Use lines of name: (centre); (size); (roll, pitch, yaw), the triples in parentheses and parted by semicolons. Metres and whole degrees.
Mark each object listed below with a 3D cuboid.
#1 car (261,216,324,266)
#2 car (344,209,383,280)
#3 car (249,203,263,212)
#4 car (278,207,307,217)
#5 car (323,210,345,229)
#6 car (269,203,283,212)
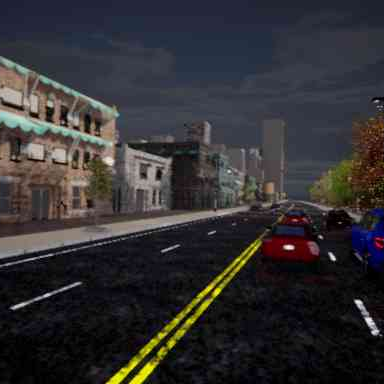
car: (3.870, 1.859, 13.018); (1.994, 1.385, 4.181); (1, -1, 18)
car: (6.551, 1.567, 10.762); (2.150, 2.045, 5.566); (1, -1, 18)
car: (11.141, 2.676, 57.291); (1.994, 1.385, 4.181); (1, -1, 18)
car: (8.464, 2.191, 27.334); (1.994, 1.385, 4.181); (1, -1, 18)
car: (11.856, 2.204, 27.248); (1.882, 1.535, 5.008); (1, 0, 18)
car: (14.163, 2.691, 56.074); (1.837, 1.490, 4.892); (1, -1, 18)
